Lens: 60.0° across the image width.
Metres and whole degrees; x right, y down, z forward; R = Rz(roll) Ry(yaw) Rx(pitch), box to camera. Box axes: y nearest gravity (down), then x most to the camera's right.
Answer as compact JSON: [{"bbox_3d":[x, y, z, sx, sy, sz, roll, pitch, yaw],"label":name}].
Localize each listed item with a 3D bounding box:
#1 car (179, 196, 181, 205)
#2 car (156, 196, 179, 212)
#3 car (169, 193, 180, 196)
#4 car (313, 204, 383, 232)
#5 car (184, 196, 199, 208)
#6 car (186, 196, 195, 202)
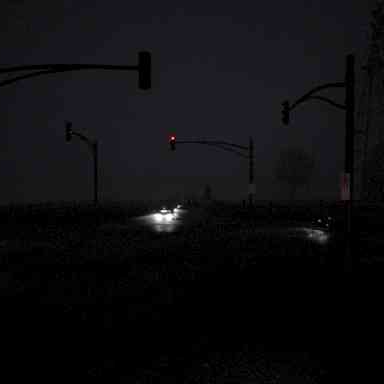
[{"bbox_3d":[-3.019,1.595,47.454,1.895,1.301,4.718,0,0,0],"label":"car"},{"bbox_3d":[-2.966,1.485,37.639,2.128,1.511,4.902,0,0,-1],"label":"car"},{"bbox_3d":[-3.067,1.216,57.806,2.150,2.045,5.566,0,0,0],"label":"car"},{"bbox_3d":[9.037,1.396,18.768,4.181,1.385,1.994,-1,1,-9],"label":"car"},{"bbox_3d":[-0.068,1.345,47.888,2.097,1.767,4.553,0,0,0],"label":"car"},{"bbox_3d":[-0.341,1.595,78.353,1.895,1.301,4.718,0,0,0],"label":"car"}]
